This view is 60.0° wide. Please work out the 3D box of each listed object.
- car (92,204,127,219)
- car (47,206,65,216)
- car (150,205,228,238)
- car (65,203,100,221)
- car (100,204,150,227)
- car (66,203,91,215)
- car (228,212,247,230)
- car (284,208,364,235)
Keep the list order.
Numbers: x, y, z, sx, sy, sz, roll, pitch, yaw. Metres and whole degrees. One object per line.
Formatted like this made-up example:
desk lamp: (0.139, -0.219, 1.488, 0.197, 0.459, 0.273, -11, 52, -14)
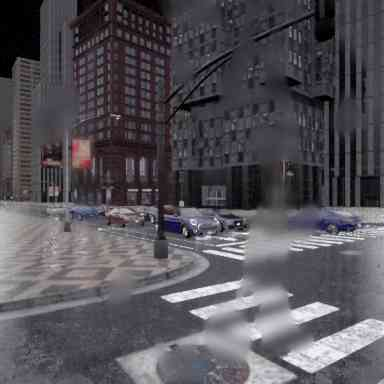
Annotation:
car: (-9.510, 2.153, 38.015, 2.128, 1.511, 4.902, 0, -1, -36)
car: (-17.712, 2.451, 43.935, 1.895, 1.301, 4.718, 0, -1, -35)
car: (-0.340, 1.636, 19.625, 2.097, 1.767, 4.553, 0, -1, -35)
car: (-11.424, 2.121, 35.107, 1.882, 1.535, 5.008, 0, -1, -36)
car: (-5.491, 1.976, 26.839, 1.812, 1.442, 4.674, 0, -1, -36)
car: (-16.211, 2.373, 47.456, 2.128, 1.511, 4.902, 0, -1, -35)
car: (1.734, 1.861, 22.344, 1.994, 1.385, 4.181, 0, -1, -36)
car: (7.732, 1.704, 19.895, 1.812, 1.442, 4.674, 0, -1, -36)
